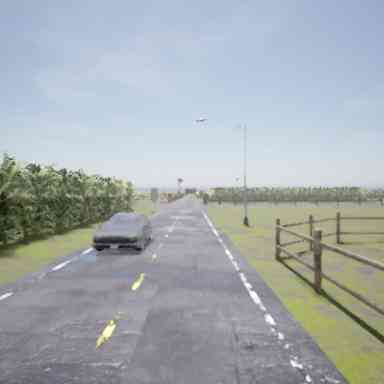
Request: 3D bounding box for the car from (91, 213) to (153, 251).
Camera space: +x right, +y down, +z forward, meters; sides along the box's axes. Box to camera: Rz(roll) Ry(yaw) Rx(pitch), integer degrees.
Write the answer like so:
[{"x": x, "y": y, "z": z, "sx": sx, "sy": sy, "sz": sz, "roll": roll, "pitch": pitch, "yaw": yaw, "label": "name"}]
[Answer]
[{"x": -2.842, "y": 1.643, "z": 14.790, "sx": 2.033, "sy": 1.411, "sz": 5.357, "roll": 0, "pitch": 0, "yaw": 0, "label": "car"}]
